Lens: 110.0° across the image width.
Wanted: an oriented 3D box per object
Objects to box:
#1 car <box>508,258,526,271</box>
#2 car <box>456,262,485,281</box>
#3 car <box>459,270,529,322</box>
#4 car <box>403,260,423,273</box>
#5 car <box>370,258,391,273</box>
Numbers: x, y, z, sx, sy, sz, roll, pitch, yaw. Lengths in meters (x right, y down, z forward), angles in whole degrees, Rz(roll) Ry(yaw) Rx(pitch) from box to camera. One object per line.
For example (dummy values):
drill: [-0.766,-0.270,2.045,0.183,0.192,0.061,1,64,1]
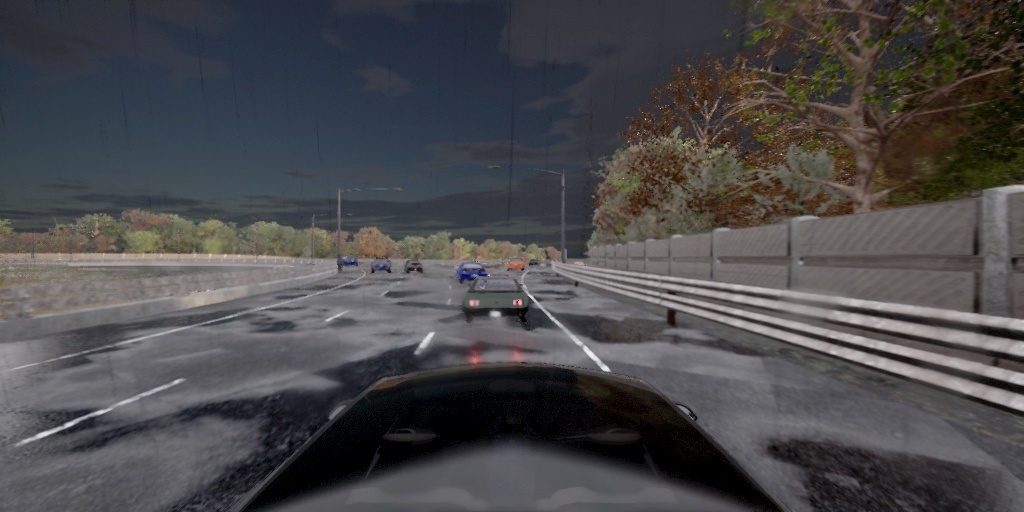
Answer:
car: [0.733,1.019,48.138,2.097,1.767,4.553,0,0,7]
car: [-3.165,1.194,27.112,1.882,1.535,5.008,0,0,-13]
car: [-0.553,1.334,12.222,1.895,1.301,4.718,0,0,-3]
car: [-11.693,1.222,42.363,1.837,1.490,4.892,0,0,-22]
car: [-16.079,1.080,43.736,2.097,1.767,4.553,0,0,-23]
